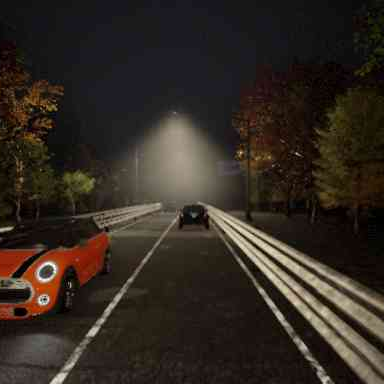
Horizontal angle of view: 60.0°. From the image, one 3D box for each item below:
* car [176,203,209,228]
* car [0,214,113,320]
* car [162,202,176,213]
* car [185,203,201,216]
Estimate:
[{"bbox_3d":[0.120,1.660,24.581,2.097,1.767,4.553,0,-1,0],"label":"car"},{"bbox_3d":[-3.345,1.422,7.741,2.097,1.767,4.553,0,-1,0],"label":"car"},{"bbox_3d":[-3.294,2.306,50.008,1.837,1.490,4.892,0,-1,0],"label":"car"},{"bbox_3d":[0.127,2.135,41.430,1.837,1.490,4.892,0,-2,0],"label":"car"}]
